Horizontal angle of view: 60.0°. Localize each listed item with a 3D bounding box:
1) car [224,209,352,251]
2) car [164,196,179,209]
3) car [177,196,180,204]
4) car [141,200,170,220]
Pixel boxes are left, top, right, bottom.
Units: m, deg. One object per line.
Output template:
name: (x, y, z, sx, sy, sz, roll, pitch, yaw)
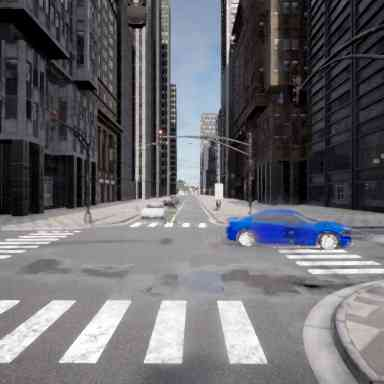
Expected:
car: (3.867, 1.470, 13.818, 5.008, 1.535, 1.882, 0, 1, 19)
car: (-3.190, 1.619, 45.763, 1.895, 1.301, 4.718, 0, 0, 0)
car: (-3.171, 1.534, 60.879, 1.837, 1.490, 4.892, 0, 0, 0)
car: (-3.159, 1.609, 28.289, 1.895, 1.301, 4.718, 0, 0, 0)
